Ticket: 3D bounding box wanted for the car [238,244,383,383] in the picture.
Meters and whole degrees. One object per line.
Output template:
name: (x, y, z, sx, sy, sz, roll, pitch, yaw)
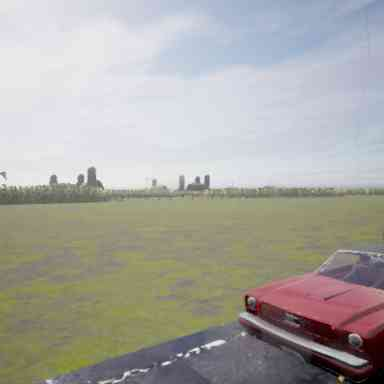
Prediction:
car: (2.976, 1.586, 5.208, 4.718, 1.301, 1.895, 0, 0, -36)
